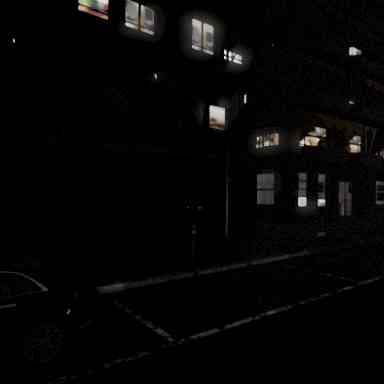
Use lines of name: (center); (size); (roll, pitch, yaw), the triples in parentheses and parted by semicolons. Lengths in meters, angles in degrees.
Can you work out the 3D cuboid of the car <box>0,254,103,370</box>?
car: (-3.354, 1.551, 4.118); (4.403, 1.369, 2.008); (0, 1, -36)
